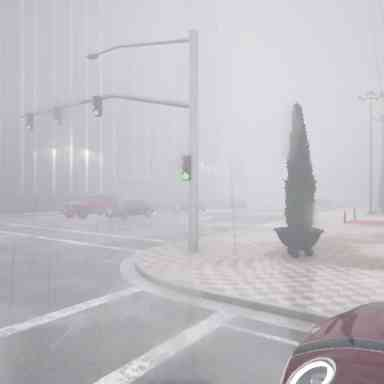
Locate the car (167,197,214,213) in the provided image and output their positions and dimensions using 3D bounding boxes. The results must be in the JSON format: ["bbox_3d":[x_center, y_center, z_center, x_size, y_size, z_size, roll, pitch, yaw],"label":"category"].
[{"bbox_3d":[-0.091,1.485,36.405,2.128,1.511,4.902,0,0,35],"label":"car"}]

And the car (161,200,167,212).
[{"bbox_3d":[-3.192,1.556,38.070,1.994,1.385,4.181,0,0,35],"label":"car"}]

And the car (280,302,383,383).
[{"bbox_3d":[2.830,1.352,1.952,4.553,1.767,2.097,0,0,36],"label":"car"}]

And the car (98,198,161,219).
[{"bbox_3d":[-5.303,1.485,28.933,2.128,1.511,4.902,0,0,35],"label":"car"}]

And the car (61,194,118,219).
[{"bbox_3d":[-8.898,1.213,29.884,2.150,2.045,5.566,0,0,35],"label":"car"}]

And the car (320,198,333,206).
[{"bbox_3d":[22.627,1.596,56.418,1.895,1.301,4.718,0,0,34],"label":"car"}]

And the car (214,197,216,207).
[{"bbox_3d":[2.638,1.470,46.421,1.882,1.535,5.008,0,0,35],"label":"car"}]

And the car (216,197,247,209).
[{"bbox_3d":[5.721,1.485,44.722,2.128,1.511,4.902,0,0,35],"label":"car"}]
